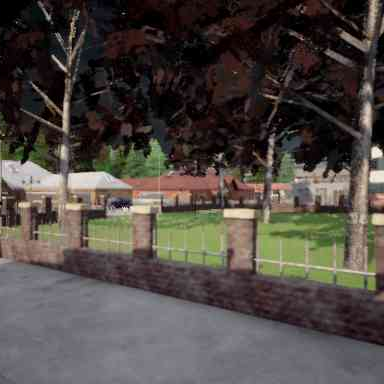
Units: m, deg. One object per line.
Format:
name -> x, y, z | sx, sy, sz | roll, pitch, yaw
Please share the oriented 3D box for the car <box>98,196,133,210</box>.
car -> -9.730, 1.378, 42.234 | 2.097, 1.767, 4.553 | 0, 0, 36
